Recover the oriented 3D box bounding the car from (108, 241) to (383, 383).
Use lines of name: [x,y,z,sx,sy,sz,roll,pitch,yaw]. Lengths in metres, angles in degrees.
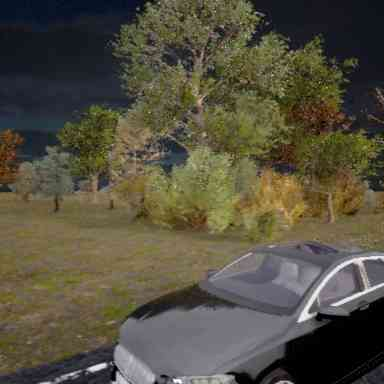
car: [1.402,1.484,4.372,4.902,1.511,2.128,0,0,-35]
